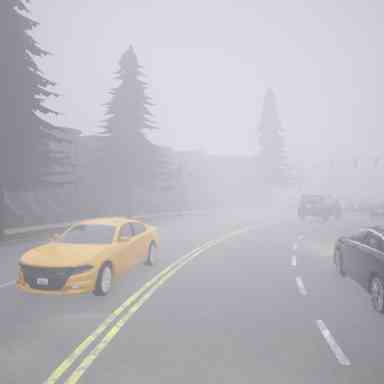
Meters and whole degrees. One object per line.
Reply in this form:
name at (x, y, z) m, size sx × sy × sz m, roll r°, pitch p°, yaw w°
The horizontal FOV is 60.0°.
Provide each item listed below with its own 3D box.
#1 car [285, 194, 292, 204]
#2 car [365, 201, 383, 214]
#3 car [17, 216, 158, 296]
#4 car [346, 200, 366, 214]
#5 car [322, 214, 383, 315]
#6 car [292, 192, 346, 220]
car at (13.641, 0.840, 40.658) m, size 5.566 × 2.045 × 2.150 m, roll 0°, pitch 0°, yaw -43°
car at (17.237, 1.564, 29.275) m, size 1.994 × 1.385 × 4.181 m, roll 0°, pitch 0°, yaw 45°
car at (-2.412, 1.478, 8.971) m, size 1.882 × 1.535 × 5.008 m, roll 0°, pitch 0°, yaw 12°
car at (17.552, 1.547, 34.699) m, size 5.357 × 1.411 × 2.033 m, roll 0°, pitch 0°, yaw -42°
car at (4.550, 1.492, 7.341) m, size 2.128 × 1.511 × 4.902 m, roll 0°, pitch 0°, yaw 11°
car at (10.540, 1.221, 27.315) m, size 2.150 × 2.045 × 5.566 m, roll 0°, pitch 0°, yaw 39°
